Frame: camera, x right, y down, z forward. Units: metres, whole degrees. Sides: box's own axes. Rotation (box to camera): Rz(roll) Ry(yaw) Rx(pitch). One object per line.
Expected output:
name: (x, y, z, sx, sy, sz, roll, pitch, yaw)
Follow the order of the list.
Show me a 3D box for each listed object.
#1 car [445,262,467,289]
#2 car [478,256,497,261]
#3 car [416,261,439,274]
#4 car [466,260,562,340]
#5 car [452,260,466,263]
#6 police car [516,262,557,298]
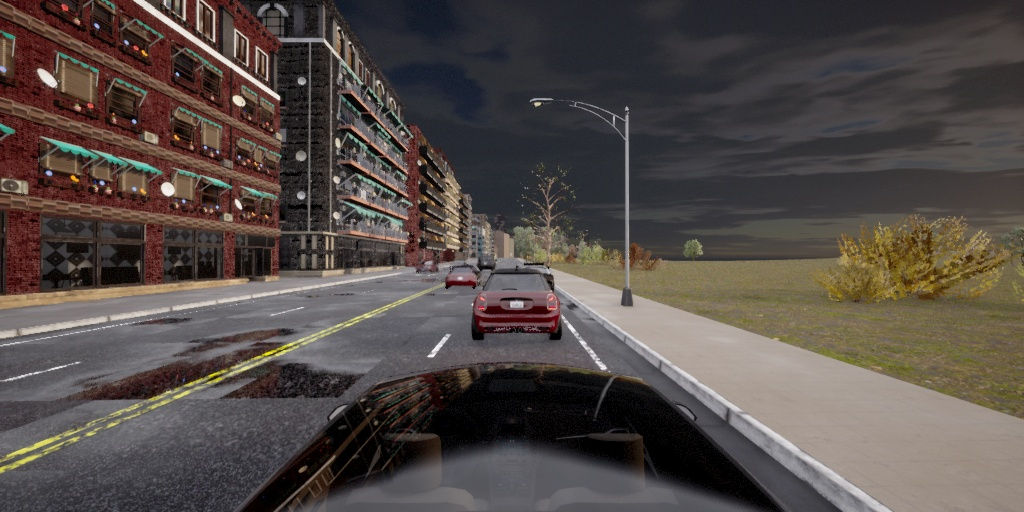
car: (-3.099, 1.317, 23.518, 1.994, 1.385, 4.181, 0, 0, 0)
car: (-3.050, 0.974, 43.829, 2.150, 2.045, 5.566, 0, 0, 0)
car: (-9.757, 1.277, 41.694, 1.812, 1.442, 4.674, 0, 0, 0)
car: (0.114, 1.103, 10.109, 2.097, 1.767, 4.553, 0, 0, 0)
car: (-6.501, 1.256, 44.020, 1.837, 1.490, 4.892, 0, 0, 0)
police car: (1.178, 1.177, 19.604, 1.930, 1.638, 5.238, 0, 0, 0)
